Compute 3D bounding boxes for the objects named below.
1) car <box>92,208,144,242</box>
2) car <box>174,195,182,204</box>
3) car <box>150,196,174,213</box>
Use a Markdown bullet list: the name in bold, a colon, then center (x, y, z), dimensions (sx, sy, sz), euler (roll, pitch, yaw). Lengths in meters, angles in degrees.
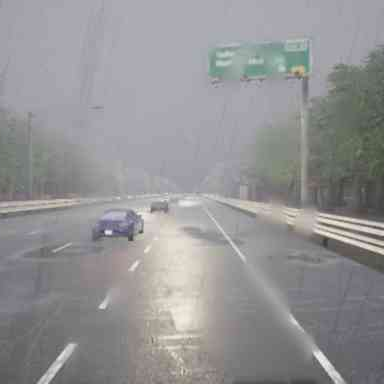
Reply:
- **car**: center (-3.495, 1.528, 16.257), dimensions (1.812, 1.442, 4.674), euler (0, 0, 0)
- **car**: center (-3.467, 1.563, 64.089), dimensions (2.033, 1.411, 5.357), euler (0, 0, 0)
- **car**: center (-3.483, 1.498, 36.931), dimensions (2.128, 1.511, 4.902), euler (0, 0, 0)
